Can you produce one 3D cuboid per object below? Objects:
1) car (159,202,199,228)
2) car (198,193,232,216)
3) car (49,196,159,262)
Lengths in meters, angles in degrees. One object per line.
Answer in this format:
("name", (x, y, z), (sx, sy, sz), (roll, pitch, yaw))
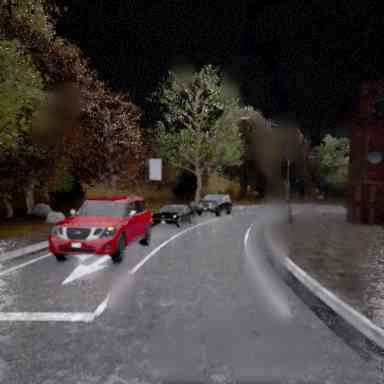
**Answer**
("car", (-1.204, 1.539, 22.395), (1.895, 1.301, 4.718), (1, 0, 15))
("car", (2.275, 1.174, 32.424), (2.150, 2.045, 5.566), (3, 1, 23))
("car", (-3.022, 1.186, 12.414), (2.150, 2.045, 5.566), (1, 0, 7))
